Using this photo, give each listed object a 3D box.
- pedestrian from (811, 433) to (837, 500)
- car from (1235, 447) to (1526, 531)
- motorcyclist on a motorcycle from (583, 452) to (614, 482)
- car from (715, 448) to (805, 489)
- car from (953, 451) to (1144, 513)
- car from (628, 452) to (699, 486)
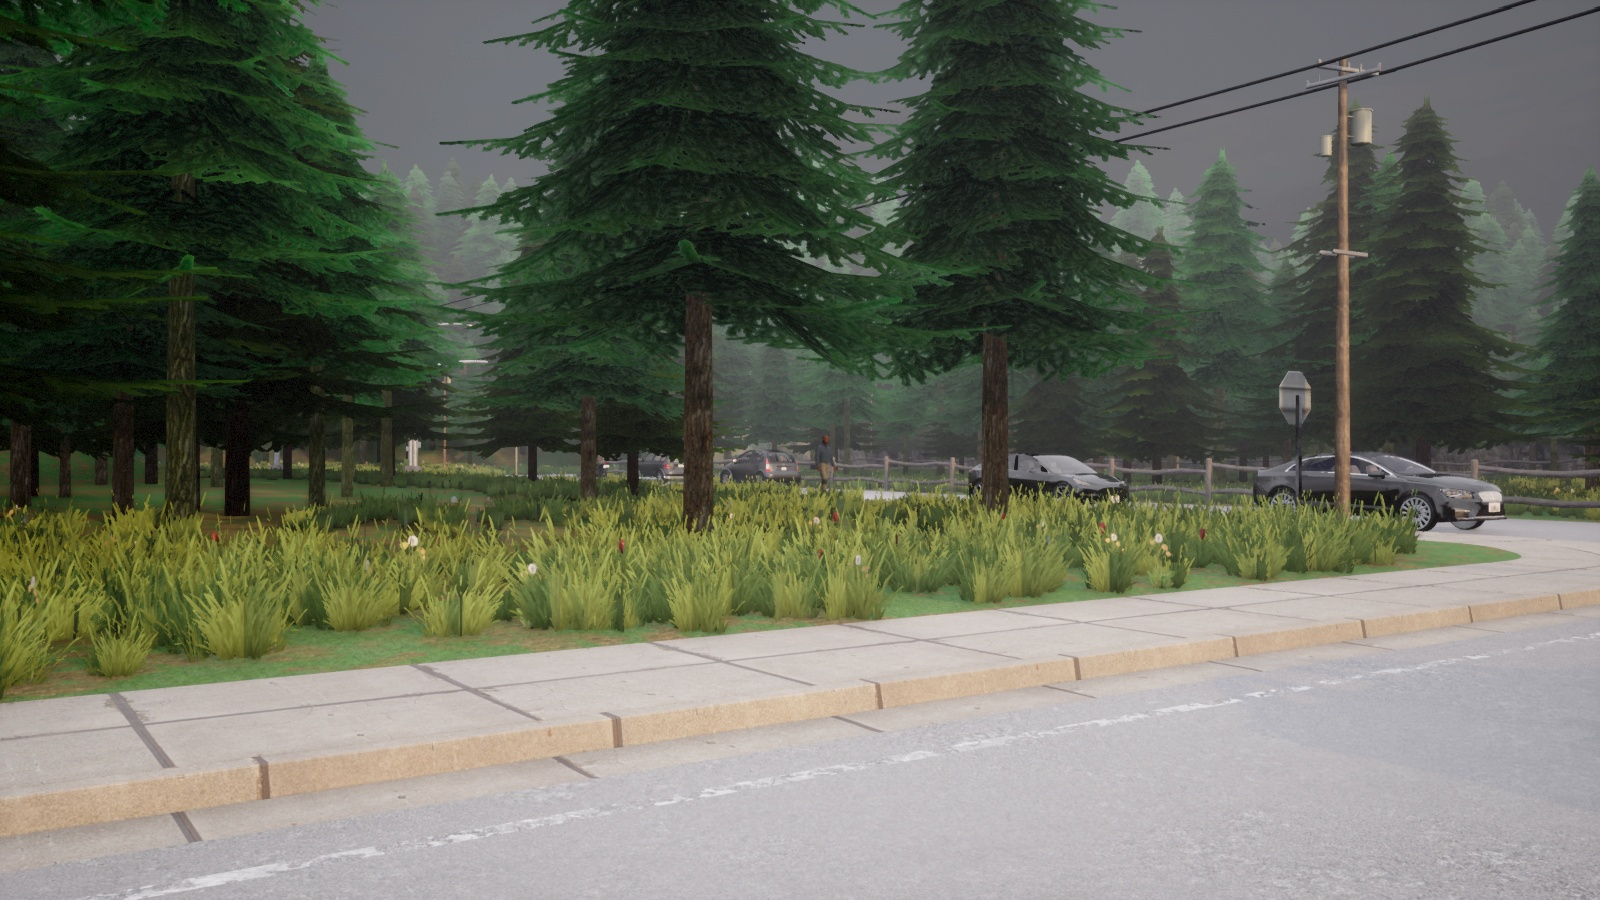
[{"bbox_3d":[0.663,0.454,35.019,0.370,1.835,0.726,0,0,-35],"label":"pedestrian"},{"bbox_3d":[11.409,0.703,25.054,2.128,1.511,4.902,0,0,-32],"label":"car"},{"bbox_3d":[-10.341,0.880,64.410,0.797,1.523,2.044,0,0,-35],"label":"motorcyclist on a motorcycle"},{"bbox_3d":[-1.681,0.746,51.447,1.851,1.617,3.988,0,0,-34],"label":"car"},{"bbox_3d":[6.418,0.777,32.963,2.163,1.488,4.792,0,0,-33],"label":"car"},{"bbox_3d":[-6.387,0.853,58.522,1.789,1.549,3.705,0,0,-34],"label":"car"}]
